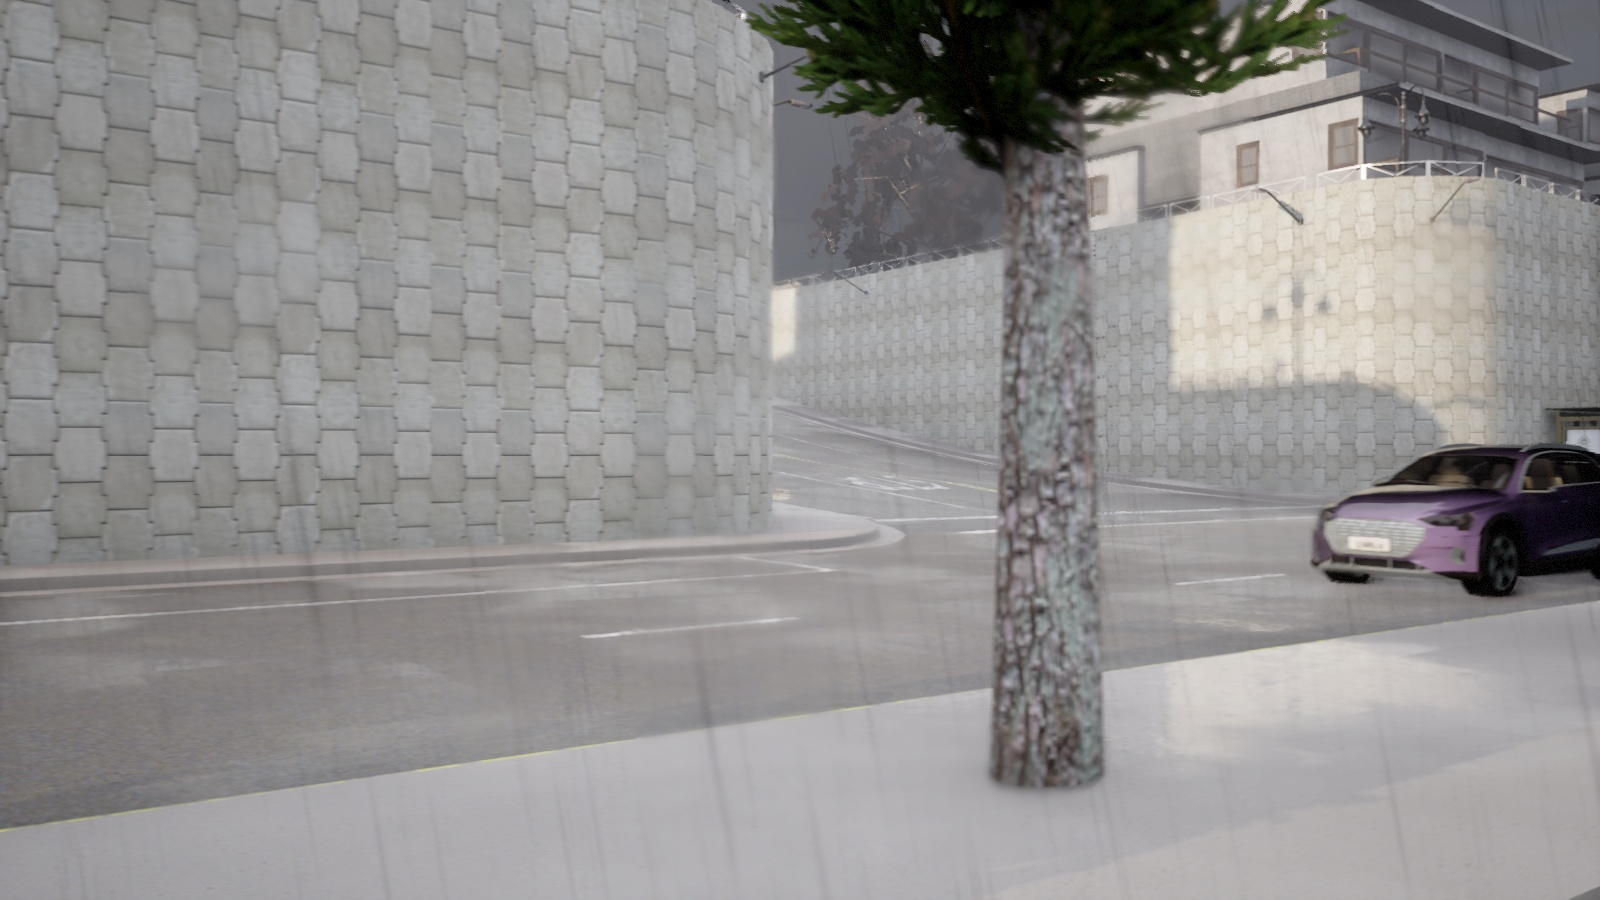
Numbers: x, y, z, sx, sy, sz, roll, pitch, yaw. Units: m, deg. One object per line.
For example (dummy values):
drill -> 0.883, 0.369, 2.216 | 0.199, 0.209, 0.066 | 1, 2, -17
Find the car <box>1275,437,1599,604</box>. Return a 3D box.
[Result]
car -> 7.912, 0.692, 14.648 | 4.856, 1.649, 2.033 | 0, 0, -35
